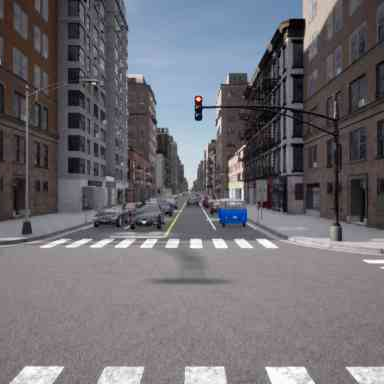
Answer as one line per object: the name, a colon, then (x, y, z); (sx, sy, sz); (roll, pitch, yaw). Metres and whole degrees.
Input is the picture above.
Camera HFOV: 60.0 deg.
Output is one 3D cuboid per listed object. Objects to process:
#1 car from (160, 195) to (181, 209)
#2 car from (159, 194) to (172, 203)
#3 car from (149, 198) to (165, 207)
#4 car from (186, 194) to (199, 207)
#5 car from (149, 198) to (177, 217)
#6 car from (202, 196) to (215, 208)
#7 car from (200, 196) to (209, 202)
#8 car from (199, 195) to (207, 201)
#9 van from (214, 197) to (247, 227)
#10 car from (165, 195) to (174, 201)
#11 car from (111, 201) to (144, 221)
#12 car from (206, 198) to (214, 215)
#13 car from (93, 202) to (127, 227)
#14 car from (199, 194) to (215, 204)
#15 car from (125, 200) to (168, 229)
car: (-2.797, 1.521, 42.121); (1.812, 1.442, 4.674); (0, 0, 1)
car: (-5.310, 1.292, 67.944); (2.192, 1.841, 5.009); (0, 0, 0)
car: (-5.329, 1.556, 50.899); (1.947, 1.339, 4.313); (0, 0, 0)
car: (0.160, 1.480, 52.243); (2.128, 1.511, 4.902); (0, 0, 0)
car: (-2.801, 1.562, 31.603); (1.994, 1.385, 4.181); (0, 0, 0)
car: (2.689, 1.576, 45.214); (1.802, 1.307, 4.206); (0, 0, 0)
car: (2.722, 1.524, 73.620); (2.008, 1.369, 4.403); (0, 0, 0)
car: (2.735, 1.530, 84.983); (1.947, 1.339, 4.313); (0, 0, 0)
van: (2.663, 1.340, 22.489); (1.690, 1.788, 3.998); (0, 0, 0)
car: (-5.297, 1.409, 79.308); (1.967, 1.590, 4.097); (0, 0, 0)
car: (-5.356, 1.543, 28.171); (1.887, 1.381, 4.507); (0, 0, 0)
car: (2.676, 1.580, 33.851); (1.802, 1.307, 4.206); (0, 0, 0)
car: (-5.362, 1.549, 22.490); (2.008, 1.369, 4.403); (0, 0, 0)
car: (2.696, 1.305, 50.896); (2.192, 1.841, 5.009); (0, 0, 0)
car: (-2.795, 1.504, 21.594); (1.837, 1.490, 4.892); (0, 0, -1)
